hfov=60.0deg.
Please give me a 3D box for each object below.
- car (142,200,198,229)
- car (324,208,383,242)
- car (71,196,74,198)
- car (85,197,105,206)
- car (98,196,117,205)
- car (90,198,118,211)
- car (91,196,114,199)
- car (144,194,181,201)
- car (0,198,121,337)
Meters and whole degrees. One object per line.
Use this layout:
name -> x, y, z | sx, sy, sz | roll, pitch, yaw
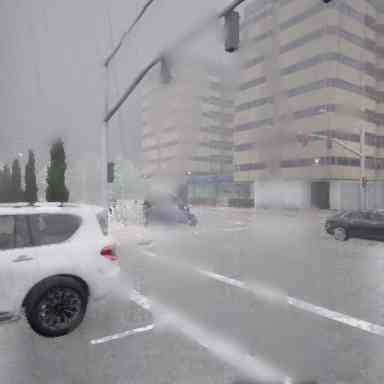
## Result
car -> -1.461, 1.526, 21.879 | 1.812, 1.442, 4.674 | 0, 0, -34
car -> 8.179, 1.505, 14.347 | 1.837, 1.490, 4.892 | 0, 0, -35
car -> -20.786, 1.418, 55.941 | 1.837, 1.490, 4.892 | 0, 0, -35
car -> -16.391, 1.564, 55.938 | 1.994, 1.385, 4.181 | 0, 0, -35
car -> -15.540, 1.526, 60.827 | 1.812, 1.442, 4.674 | 0, 0, -35
car -> -11.142, 1.505, 41.985 | 1.837, 1.490, 4.892 | 0, 0, -35
car -> -9.646, 1.478, 33.733 | 1.882, 1.535, 5.008 | 0, 0, -35
car -> -2.428, 1.222, 29.515 | 2.150, 2.045, 5.566 | 0, 0, -35
car -> -3.902, 1.221, 5.156 | 5.566, 2.045, 2.150 | 0, 0, -34
